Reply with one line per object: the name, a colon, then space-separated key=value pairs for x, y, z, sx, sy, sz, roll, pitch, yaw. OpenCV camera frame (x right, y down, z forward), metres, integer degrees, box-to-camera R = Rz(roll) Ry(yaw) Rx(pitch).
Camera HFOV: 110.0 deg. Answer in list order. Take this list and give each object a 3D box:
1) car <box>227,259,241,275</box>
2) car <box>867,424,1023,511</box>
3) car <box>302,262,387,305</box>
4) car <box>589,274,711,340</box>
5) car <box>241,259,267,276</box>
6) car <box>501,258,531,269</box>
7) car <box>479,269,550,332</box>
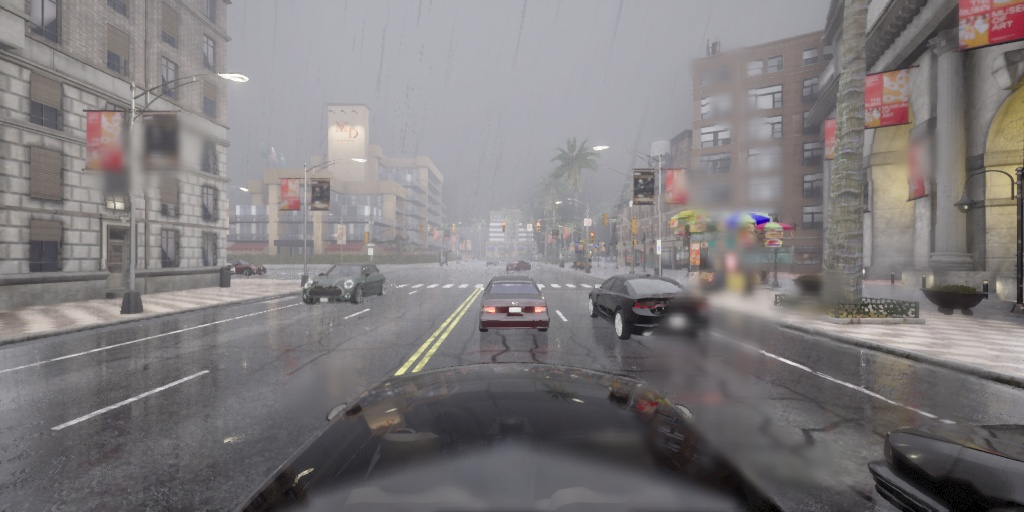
car: x=-28.678 y=0.972 z=32.854 sx=5.566 sy=2.045 sz=2.150 roll=0 pitch=0 yaw=-1
car: x=3.538 y=1.297 z=0.109 sx=2.033 sy=1.411 sz=5.357 roll=0 pitch=0 yaw=0
car: x=-7.271 y=1.102 z=16.029 sx=2.097 sy=1.767 sz=4.553 roll=0 pitch=0 yaw=-1
car: x=3.485 y=1.228 z=10.031 sx=1.882 sy=1.535 sz=5.008 roll=0 pitch=0 yaw=0
car: x=-27.580 y=1.102 z=36.376 sx=4.553 sy=1.767 sz=2.097 roll=0 pitch=0 yaw=-1
car: x=0.865 y=1.276 z=46.601 sx=1.812 sy=1.442 sz=4.674 roll=0 pitch=0 yaw=29
car: x=-0.006 y=1.297 z=10.846 sx=2.033 sy=1.411 sz=5.357 roll=0 pitch=0 yaw=-2
